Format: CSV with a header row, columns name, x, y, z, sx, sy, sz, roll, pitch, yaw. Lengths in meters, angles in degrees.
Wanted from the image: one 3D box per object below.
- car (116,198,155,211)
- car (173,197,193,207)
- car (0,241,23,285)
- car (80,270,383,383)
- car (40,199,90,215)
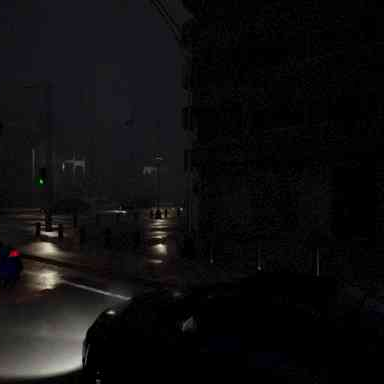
name,x,y,z,sx,sy,sz,roll,pitch,yaw
car,-6.824,1.492,41.052,2.033,1.411,5.357,0,0,36
car,-0.769,1.449,49.409,1.837,1.490,4.892,0,0,36
car,-6.091,1.564,8.317,4.181,1.385,1.994,0,0,36
car,0.761,1.564,3.448,4.181,1.385,1.994,0,0,36
car,-12.553,1.449,33.120,1.837,1.490,4.892,0,0,36
